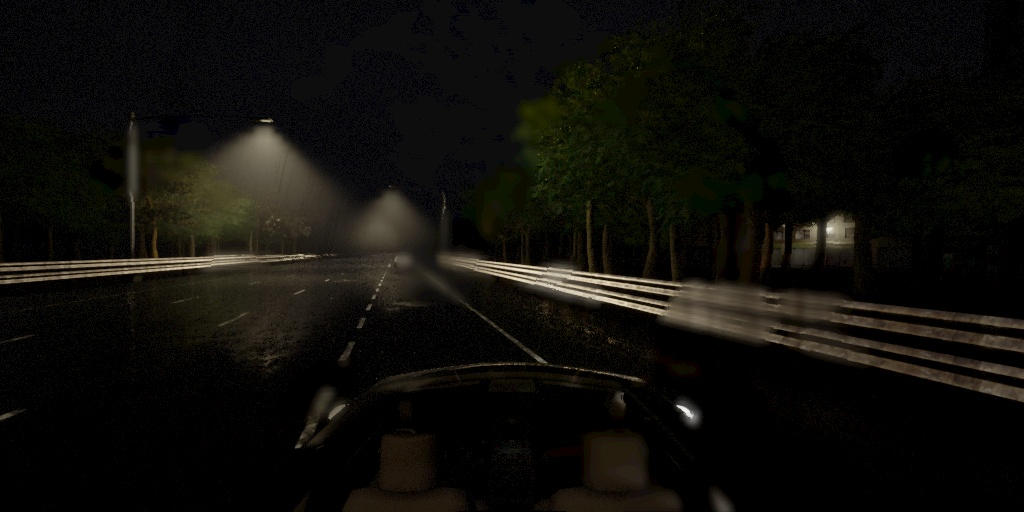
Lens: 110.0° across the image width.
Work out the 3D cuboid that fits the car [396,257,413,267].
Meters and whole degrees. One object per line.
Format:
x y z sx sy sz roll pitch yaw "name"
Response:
-14.750 0.740 48.612 1.895 1.301 4.718 0 1 -16 "car"
